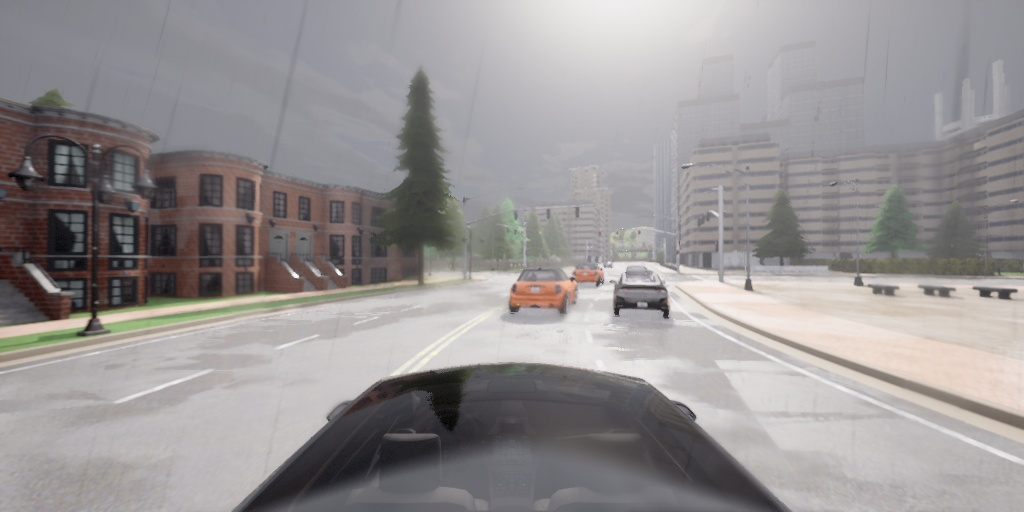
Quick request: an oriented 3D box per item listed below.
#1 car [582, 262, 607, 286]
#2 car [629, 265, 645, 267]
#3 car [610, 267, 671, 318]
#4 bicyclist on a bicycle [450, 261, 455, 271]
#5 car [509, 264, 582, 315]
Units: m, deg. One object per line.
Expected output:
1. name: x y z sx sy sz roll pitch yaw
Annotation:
1. car: 6.088 1.367 28.542 2.097 1.767 4.553 0 -1 19
2. car: 9.783 1.489 28.031 1.882 1.535 5.008 0 -1 22
3. car: 4.852 1.363 13.779 2.128 1.511 4.902 0 0 17
4. bicyclist on a bicycle: -9.850 1.616 58.921 0.582 1.620 1.656 0 0 20
5. car: 1.423 1.228 14.493 2.097 1.767 4.553 0 -1 16
